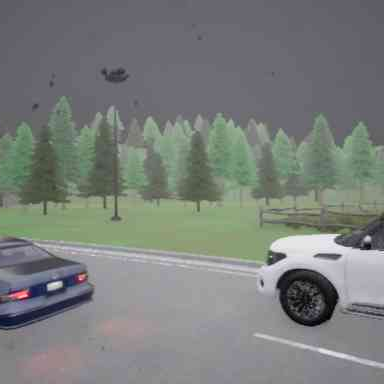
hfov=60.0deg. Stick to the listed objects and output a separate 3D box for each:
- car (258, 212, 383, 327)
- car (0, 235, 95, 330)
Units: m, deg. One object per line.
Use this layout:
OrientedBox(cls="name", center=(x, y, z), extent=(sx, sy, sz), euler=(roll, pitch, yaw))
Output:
OrientedBox(cls="car", center=(3.925, 1.216, 5.436), extent=(5.566, 2.045, 2.150), euler=(-1, -1, 34))
OrientedBox(cls="car", center=(-4.415, 1.606, 6.709), extent=(5.357, 1.411, 2.033), euler=(-1, 0, 30))
